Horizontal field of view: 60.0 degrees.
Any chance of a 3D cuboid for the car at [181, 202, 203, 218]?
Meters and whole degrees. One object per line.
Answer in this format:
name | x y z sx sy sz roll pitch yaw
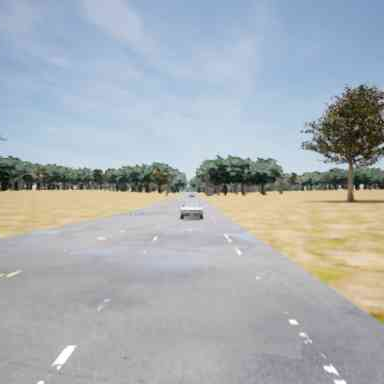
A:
car | -0.018 1.569 29.610 1.895 1.301 4.718 0 0 0
